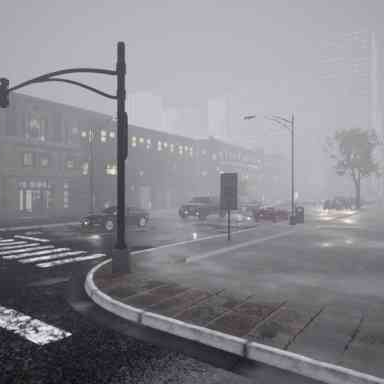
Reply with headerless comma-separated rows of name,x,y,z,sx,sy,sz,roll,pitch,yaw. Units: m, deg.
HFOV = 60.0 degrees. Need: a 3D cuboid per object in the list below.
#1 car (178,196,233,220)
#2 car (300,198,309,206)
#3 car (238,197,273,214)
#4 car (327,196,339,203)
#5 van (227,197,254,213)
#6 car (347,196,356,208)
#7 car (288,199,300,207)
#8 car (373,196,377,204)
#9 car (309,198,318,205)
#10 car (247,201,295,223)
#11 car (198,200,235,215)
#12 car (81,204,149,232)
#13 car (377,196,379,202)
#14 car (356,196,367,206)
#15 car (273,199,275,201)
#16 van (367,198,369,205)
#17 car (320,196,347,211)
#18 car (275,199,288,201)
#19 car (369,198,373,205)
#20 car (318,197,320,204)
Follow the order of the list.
car,1.124,1.340,29.507,2.150,2.045,5.566,0,0,35
car,18.725,1.846,59.009,2.008,1.369,4.403,0,-1,35
car,7.036,1.660,37.881,2.128,1.511,4.902,0,0,35
car,34.633,1.893,81.599,1.967,1.590,4.097,0,-1,35
van,5.998,1.518,40.938,1.690,1.788,3.998,0,0,35
car,22.395,1.581,49.668,2.192,1.841,5.009,0,-1,35
car,15.543,1.815,54.491,2.008,1.369,4.403,0,-1,35
car,38.402,1.948,72.396,1.752,1.417,4.829,0,-1,35
car,21.907,1.876,63.527,2.008,1.369,4.403,0,-1,35
car,6.531,1.670,27.047,1.887,1.381,4.507,0,0,35
car,2.719,1.674,36.279,1.752,1.417,4.829,0,0,35
car,-4.763,1.578,21.188,1.837,1.490,4.892,0,0,34
car,41.485,2.037,76.774,1.802,1.307,4.206,0,-1,35
car,28.759,1.642,58.704,2.192,1.841,5.009,0,-1,35
car,9.180,1.756,45.454,2.008,1.369,4.403,0,0,35
van,31.940,1.699,63.222,1.690,1.788,3.998,0,-1,35
car,19.214,1.676,45.149,1.967,1.590,4.097,0,-1,35
car,12.264,1.759,49.833,1.752,1.417,4.829,0,-1,35
car,35.122,1.972,67.737,1.802,1.307,4.206,0,-1,35
car,28.270,1.828,72.563,1.967,1.590,4.097,0,-1,35
